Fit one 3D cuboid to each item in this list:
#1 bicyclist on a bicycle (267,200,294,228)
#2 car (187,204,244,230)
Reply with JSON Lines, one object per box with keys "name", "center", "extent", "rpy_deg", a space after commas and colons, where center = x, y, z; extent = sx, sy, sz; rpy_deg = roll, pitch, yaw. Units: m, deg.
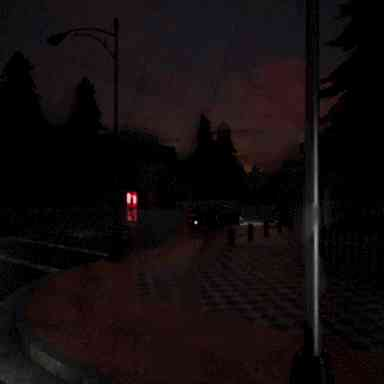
{"name": "bicyclist on a bicycle", "center": [5.220, 1.307, 19.772], "extent": [1.656, 1.620, 0.582], "rpy_deg": [0, 0, 35]}
{"name": "car", "center": [1.627, 1.506, 21.276], "extent": [1.837, 1.490, 4.892], "rpy_deg": [0, 0, 35]}
